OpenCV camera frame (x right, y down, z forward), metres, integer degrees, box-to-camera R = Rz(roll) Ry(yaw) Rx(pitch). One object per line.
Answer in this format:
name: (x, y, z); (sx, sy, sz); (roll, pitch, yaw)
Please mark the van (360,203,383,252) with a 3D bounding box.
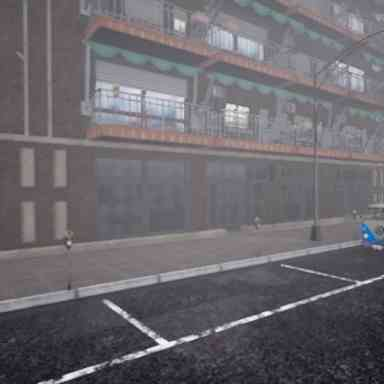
van: (7.772, 1.267, 12.102); (3.998, 1.788, 1.690); (0, 0, -35)
